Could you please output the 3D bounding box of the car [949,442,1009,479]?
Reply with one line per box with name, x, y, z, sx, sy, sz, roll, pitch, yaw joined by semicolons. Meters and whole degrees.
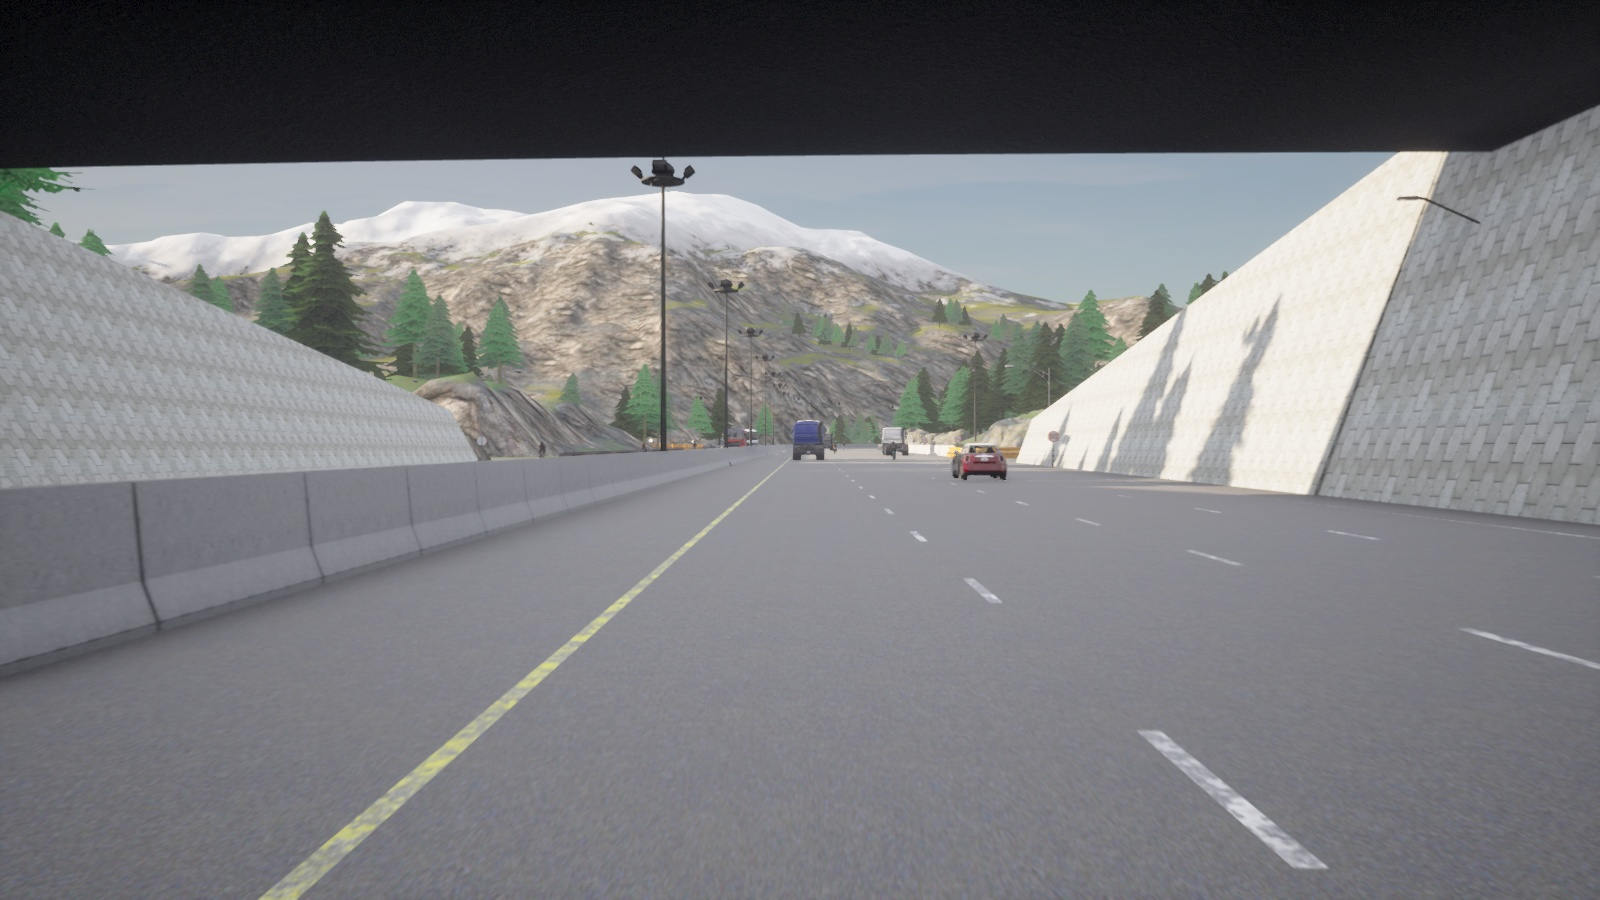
car;7.352;0.425;51.920;1.970;1.475;3.806;0;0;0
